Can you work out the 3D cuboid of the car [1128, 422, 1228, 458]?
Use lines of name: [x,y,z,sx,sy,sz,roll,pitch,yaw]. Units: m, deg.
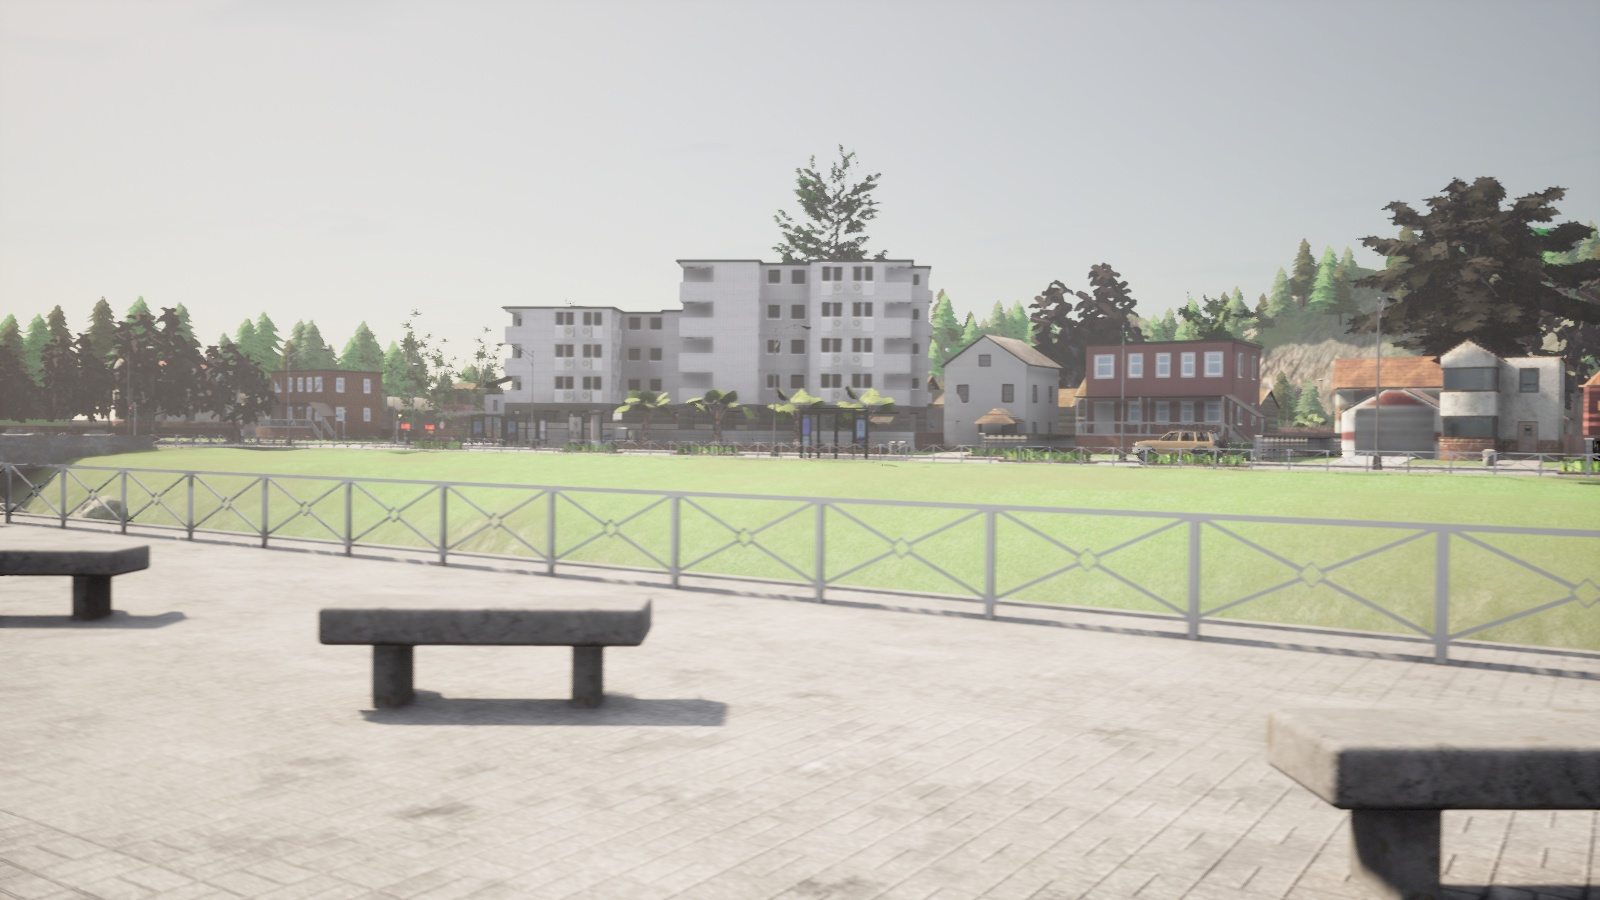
car: [19.612,-0.520,65.255,4.605,1.855,1.932,0,1,34]
